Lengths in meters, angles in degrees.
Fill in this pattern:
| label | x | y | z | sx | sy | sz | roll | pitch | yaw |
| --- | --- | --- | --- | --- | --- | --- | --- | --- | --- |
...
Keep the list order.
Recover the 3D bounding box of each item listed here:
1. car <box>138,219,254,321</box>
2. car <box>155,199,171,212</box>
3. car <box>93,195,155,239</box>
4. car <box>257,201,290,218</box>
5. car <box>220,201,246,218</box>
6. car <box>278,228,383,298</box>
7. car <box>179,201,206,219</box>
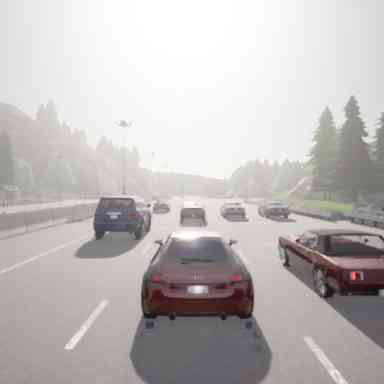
| label | x | y | z | sx | sy | sz | roll | pitch | yaw |
| --- | --- | --- | --- | --- | --- | --- | --- | --- | --- |
| car | 0.091 | 1.530 | 7.340 | 1.994 | 1.385 | 4.181 | 0 | 0 | 0 |
| car | -3.458 | 1.512 | 38.571 | 2.033 | 1.411 | 5.357 | 0 | 0 | 0 |
| car | -3.425 | 1.184 | 17.247 | 2.150 | 2.045 | 5.566 | 0 | 0 | 0 |
| car | 7.056 | 1.504 | 29.177 | 2.033 | 1.411 | 5.357 | 0 | 0 | 0 |
| car | 3.558 | 1.507 | 29.484 | 2.033 | 1.411 | 5.357 | 0 | 0 | 0 |
| car | 3.589 | 1.563 | 8.338 | 1.895 | 1.301 | 4.718 | 0 | 0 | 0 |
| car | 0.062 | 1.452 | 25.714 | 2.128 | 1.511 | 4.902 | 0 | 0 | 0 |
